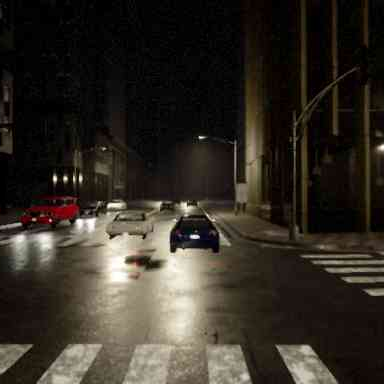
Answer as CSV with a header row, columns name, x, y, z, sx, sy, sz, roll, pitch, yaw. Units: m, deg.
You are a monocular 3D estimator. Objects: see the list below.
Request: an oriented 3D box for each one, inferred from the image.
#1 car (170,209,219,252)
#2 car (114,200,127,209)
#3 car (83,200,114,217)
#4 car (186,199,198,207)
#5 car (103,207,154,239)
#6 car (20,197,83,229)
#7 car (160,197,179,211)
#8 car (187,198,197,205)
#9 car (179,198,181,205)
name,x,y,z,sx,sy,sz,roll,pitch,yaw
car,0.098,1.662,14.448,1.994,1.385,4.181,0,0,0
car,-9.792,1.780,43.628,1.812,1.442,4.674,0,0,0
car,-9.843,1.695,33.584,2.128,1.511,4.902,0,0,0
car,0.025,1.869,56.871,2.033,1.411,5.357,0,0,1
car,-3.152,1.720,18.011,1.895,1.301,4.718,0,0,0
car,-9.852,1.372,23.513,2.150,2.045,5.566,0,0,0
car,-3.156,1.804,44.027,2.033,1.411,5.357,0,0,0
car,-0.008,1.972,67.464,1.895,1.301,4.718,0,0,0
car,-3.173,1.874,66.662,1.837,1.490,4.892,0,-1,0
